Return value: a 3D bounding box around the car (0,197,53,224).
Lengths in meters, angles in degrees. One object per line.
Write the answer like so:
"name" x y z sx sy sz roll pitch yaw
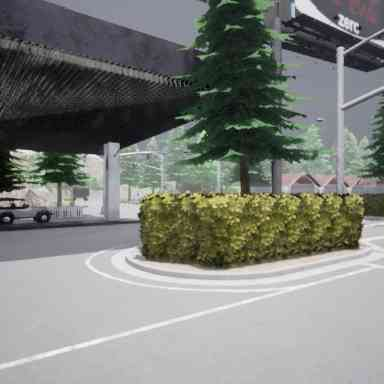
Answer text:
"car" -12.017 1.315 23.451 3.866 1.878 1.905 0 0 -36
